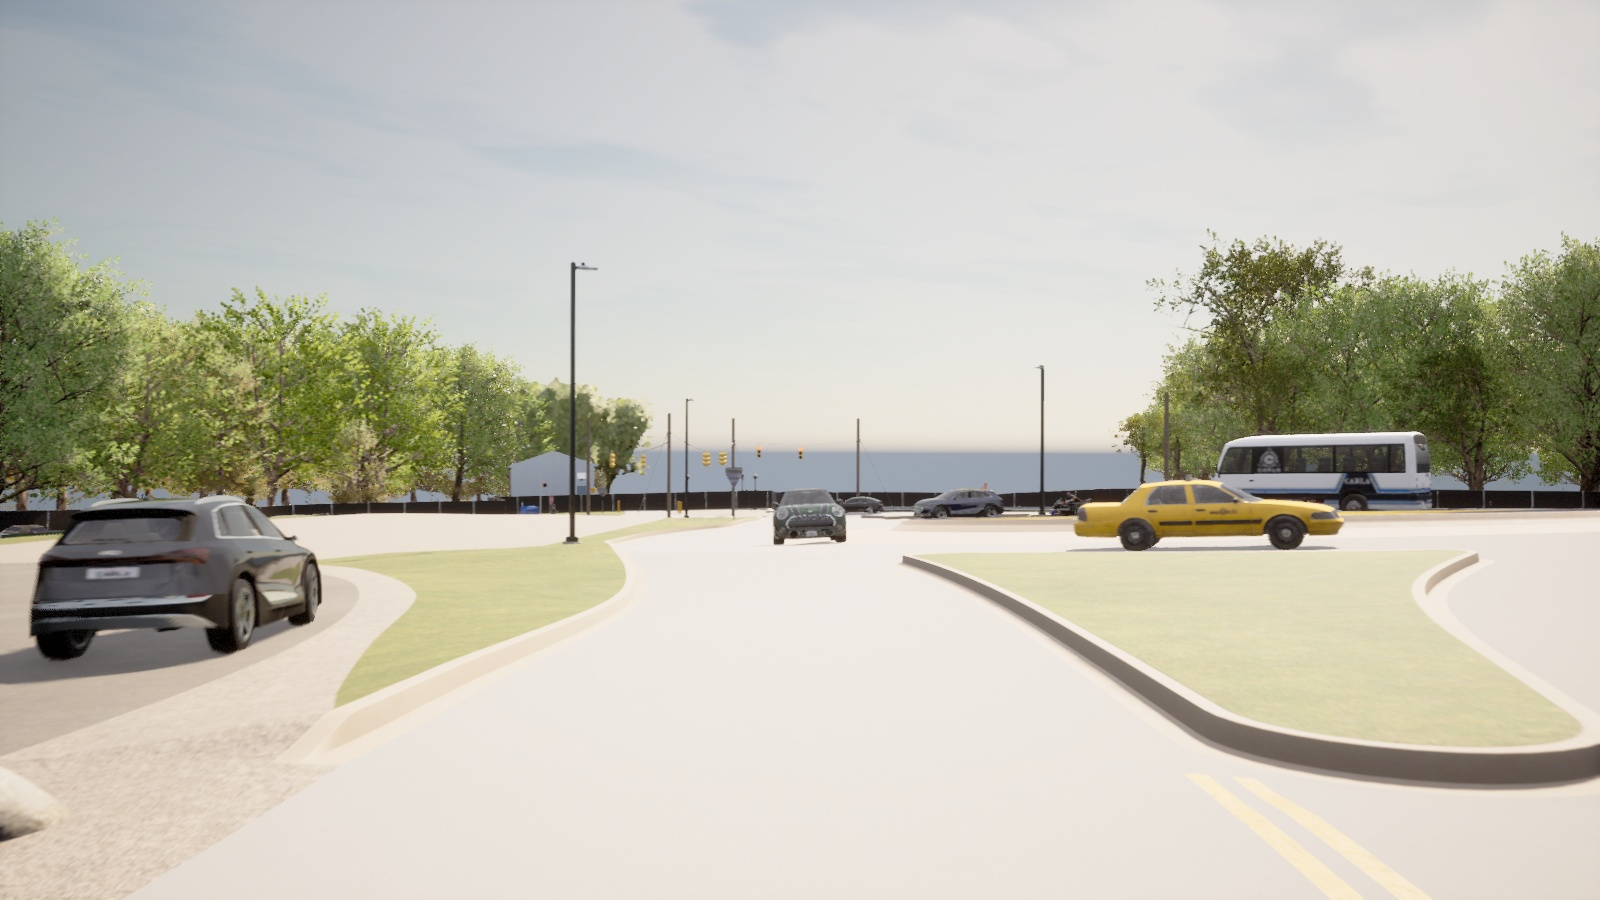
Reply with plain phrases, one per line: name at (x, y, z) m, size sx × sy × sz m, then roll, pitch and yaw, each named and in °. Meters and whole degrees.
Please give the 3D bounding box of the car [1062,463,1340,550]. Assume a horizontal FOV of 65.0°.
car at (8.441, 1.206, 26.531) m, size 5.366 × 1.575 × 1.801 m, roll -3°, pitch -1°, yaw 22°

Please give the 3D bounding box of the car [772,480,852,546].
car at (0.288, 1.927, 37.911) m, size 2.097 × 1.767 × 4.553 m, roll -3°, pitch -4°, yaw -2°

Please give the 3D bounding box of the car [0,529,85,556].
car at (-44.538, 5.373, 73.187) m, size 1.895 × 1.301 × 4.718 m, roll 0°, pitch -1°, yaw 25°

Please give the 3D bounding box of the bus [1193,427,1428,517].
bus at (25.828, 1.144, 63.929) m, size 10.273 × 4.253 × 3.944 m, roll -2°, pitch -1°, yaw 39°

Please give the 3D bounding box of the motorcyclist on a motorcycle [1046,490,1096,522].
motorcyclist on a motorcycle at (13.270, 2.737, 61.517) m, size 2.191 × 1.530 × 0.866 m, roll -1°, pitch -3°, yaw -10°

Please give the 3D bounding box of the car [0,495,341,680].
car at (-6.856, 1.397, 14.316) m, size 2.033 × 1.649 × 4.856 m, roll -2°, pitch -2°, yaw -8°

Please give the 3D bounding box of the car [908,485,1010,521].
car at (8.184, 2.724, 64.652) m, size 4.856 × 1.649 × 2.033 m, roll -1°, pitch 0°, yaw -21°
